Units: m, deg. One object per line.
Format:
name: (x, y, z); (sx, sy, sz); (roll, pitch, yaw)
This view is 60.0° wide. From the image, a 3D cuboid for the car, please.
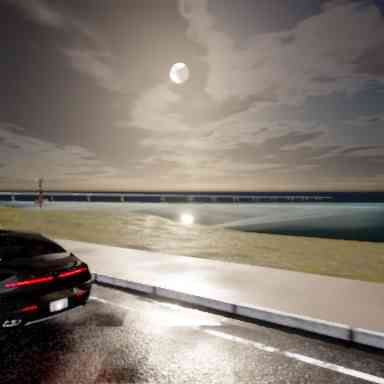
car: (-4.027, 1.507, 6.556); (4.892, 1.490, 1.837); (0, 0, 36)
